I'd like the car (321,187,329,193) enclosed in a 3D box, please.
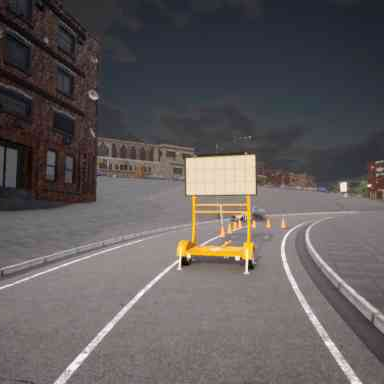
[{"bbox_3d":[34.045,-0.136,87.748,5.566,2.045,2.435,5,-6,-41],"label":"car"}]

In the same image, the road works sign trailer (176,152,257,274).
[{"bbox_3d":[0.985,0.528,10.954,2.380,3.560,2.880,-1,-1,18],"label":"road works sign trailer"}]

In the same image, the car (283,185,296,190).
[{"bbox_3d":[21.330,-0.757,76.989,4.674,1.452,2.002,3,-6,-38],"label":"car"}]

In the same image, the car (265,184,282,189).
[{"bbox_3d":[16.971,-1.034,73.615,4.792,1.488,2.163,3,-6,-37],"label":"car"}]

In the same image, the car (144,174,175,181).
[{"bbox_3d":[-6.061,-2.266,57.994,4.892,1.521,2.231,2,-5,-32],"label":"car"}]

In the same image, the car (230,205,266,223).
[{"bbox_3d":[4.961,1.889,29.162,2.128,1.511,4.902,-3,-2,31],"label":"car"}]

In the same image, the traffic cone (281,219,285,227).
[{"bbox_3d":[6.290,2.136,22.916,0.340,0.580,0.340,-2,-1,17],"label":"traffic cone"}]

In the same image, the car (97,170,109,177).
[{"bbox_3d":[-15.364,-2.775,52.256,4.553,1.767,2.185,2,-5,-32],"label":"car"}]

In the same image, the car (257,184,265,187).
[{"bbox_3d":[12.380,-1.458,70.212,4.553,1.767,2.185,3,-6,-35],"label":"car"}]

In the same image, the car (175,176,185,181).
[{"bbox_3d":[-1.372,-2.060,60.900,4.892,1.521,2.231,3,-5,-32],"label":"car"}]

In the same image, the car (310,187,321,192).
[{"bbox_3d":[29.836,-0.345,84.043,4.553,1.767,2.185,4,-6,-40],"label":"car"}]

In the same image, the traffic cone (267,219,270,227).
[{"bbox_3d":[5.338,2.166,23.209,0.340,0.580,0.340,-2,-1,17],"label":"traffic cone"}]

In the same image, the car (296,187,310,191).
[{"bbox_3d":[25.540,-0.526,80.397,4.892,1.521,2.231,4,-6,-39],"label":"car"}]
